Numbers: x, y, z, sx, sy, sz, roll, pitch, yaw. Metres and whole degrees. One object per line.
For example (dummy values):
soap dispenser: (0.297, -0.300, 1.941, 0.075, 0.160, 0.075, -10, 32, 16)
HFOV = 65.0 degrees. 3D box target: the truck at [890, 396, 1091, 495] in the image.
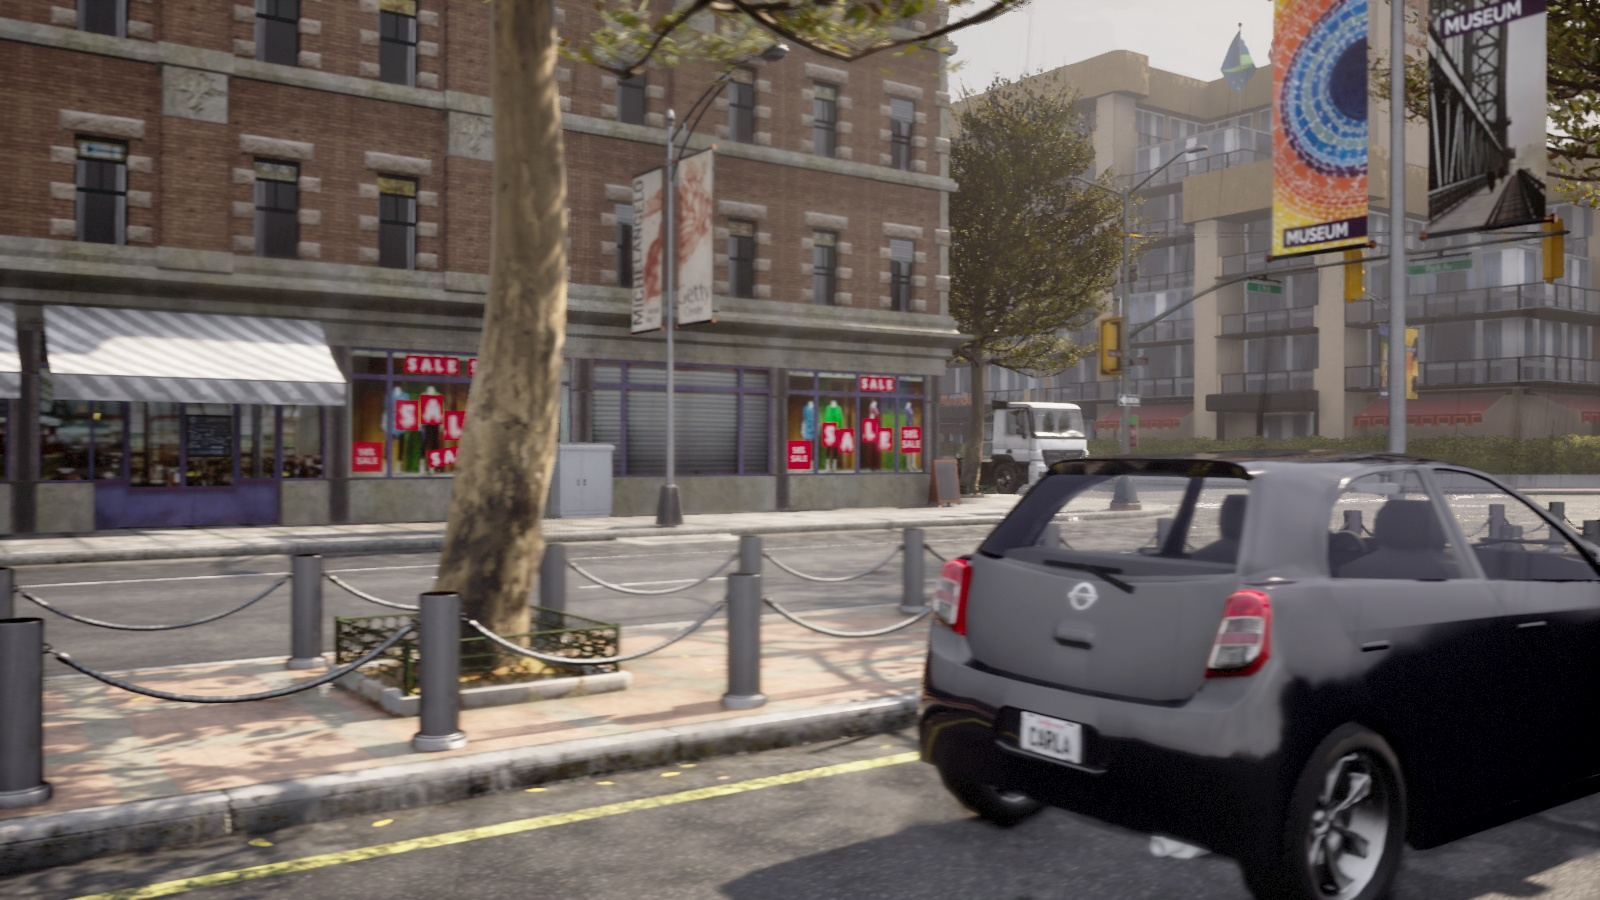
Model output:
truck: (7.086, -0.134, 47.994, 2.891, 3.462, 7.936, 0, 0, -35)

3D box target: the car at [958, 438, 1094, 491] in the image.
car: (9.130, 0.570, 51.171, 2.150, 2.045, 5.566, 0, 0, -35)

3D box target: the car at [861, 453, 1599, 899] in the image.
car: (2.260, 0.767, 5.232, 3.633, 1.501, 1.845, 0, 0, -35)
